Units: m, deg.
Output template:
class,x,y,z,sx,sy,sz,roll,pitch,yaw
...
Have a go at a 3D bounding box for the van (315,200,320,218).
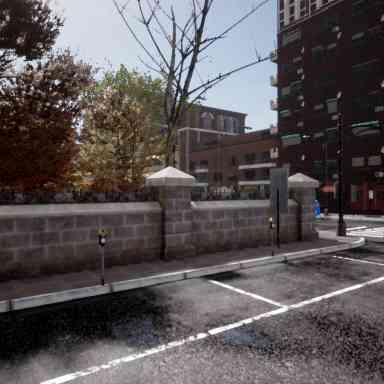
class,x,y,z,sx,sy,sz,roll,pitch,yaw
van,10.496,1.647,32.597,1.690,1.788,3.998,-1,0,-36
